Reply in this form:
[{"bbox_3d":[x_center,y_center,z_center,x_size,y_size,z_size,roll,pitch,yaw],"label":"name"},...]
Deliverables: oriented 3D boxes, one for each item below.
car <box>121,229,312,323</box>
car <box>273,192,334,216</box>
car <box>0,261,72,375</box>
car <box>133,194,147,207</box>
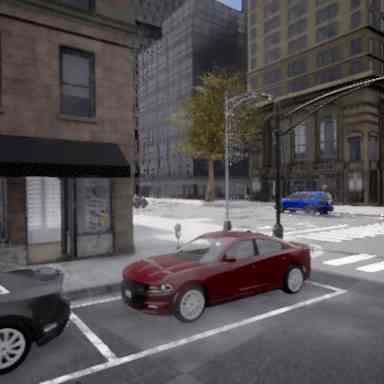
[{"bbox_3d":[0.710,1.546,7.166,4.507,1.381,1.887,0,-1,-35],"label":"car"},{"bbox_3d":[10.042,1.017,30.207,2.150,2.045,5.566,-1,1,-35],"label":"car"},{"bbox_3d":[-3.774,1.551,3.971,4.403,1.369,2.008,0,-1,-35],"label":"car"},{"bbox_3d":[-7.677,1.065,43.766,2.097,1.767,4.553,-1,1,-35],"label":"car"}]
